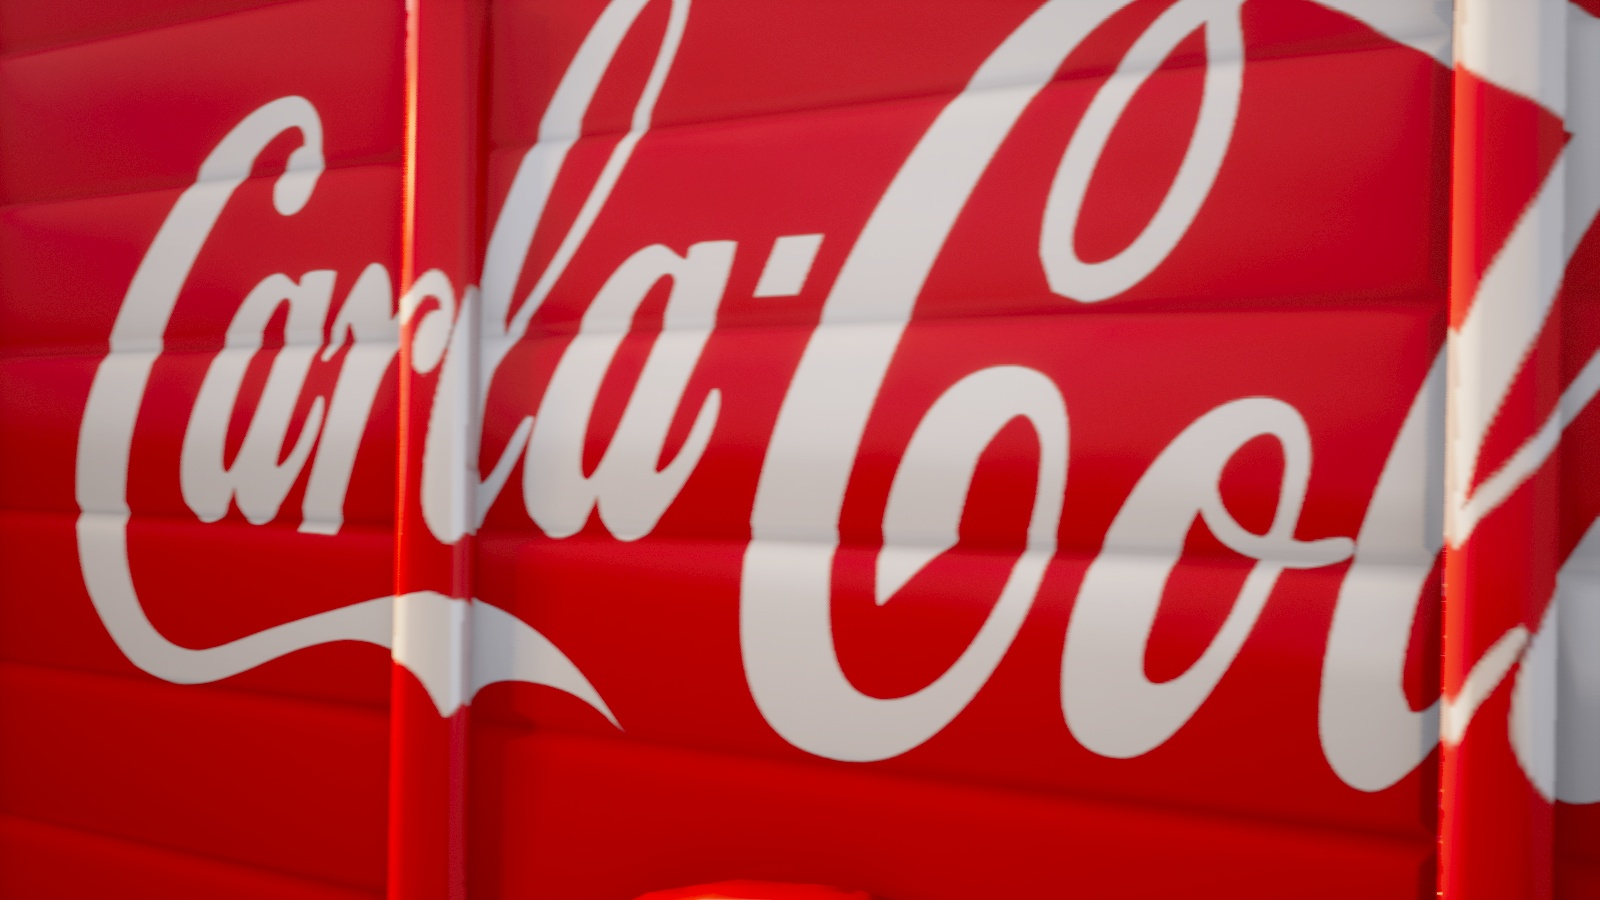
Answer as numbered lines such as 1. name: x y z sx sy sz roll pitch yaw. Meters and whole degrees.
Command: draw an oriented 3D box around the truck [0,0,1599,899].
1. truck: -0.720 0.289 2.818 5.204 2.467 2.627 1 1 25
